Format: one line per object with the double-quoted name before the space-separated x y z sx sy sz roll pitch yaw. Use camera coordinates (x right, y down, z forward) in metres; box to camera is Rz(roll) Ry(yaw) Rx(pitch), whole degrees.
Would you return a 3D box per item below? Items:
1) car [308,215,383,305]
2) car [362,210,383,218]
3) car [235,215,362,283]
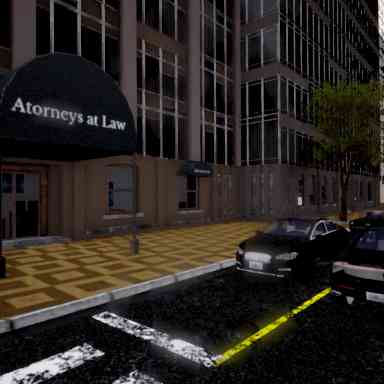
"car" 4.587 1.496 7.232 2.128 1.511 4.902 -1 0 41
"car" 9.936 1.636 17.696 1.895 1.301 4.718 -1 -1 41
"car" 3.172 1.523 9.945 2.128 1.511 4.902 -1 0 41
